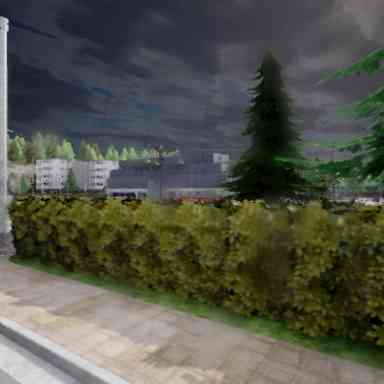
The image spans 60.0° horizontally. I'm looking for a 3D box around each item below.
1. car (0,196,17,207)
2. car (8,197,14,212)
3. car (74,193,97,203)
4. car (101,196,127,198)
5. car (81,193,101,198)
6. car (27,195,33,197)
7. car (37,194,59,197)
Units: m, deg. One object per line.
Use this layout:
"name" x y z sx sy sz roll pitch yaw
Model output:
"car" -26.957 1.376 46.925 1.845 1.501 3.633 0 0 38
"car" -19.831 1.376 31.700 2.007 1.523 4.514 0 0 38
"car" -20.939 1.173 65.234 1.905 1.878 3.866 0 0 38
"car" -10.740 1.461 48.216 1.970 1.475 3.806 0 0 38
"car" -18.395 1.194 63.772 1.932 1.855 4.605 0 0 38
"car" -36.287 1.333 76.795 1.970 1.475 3.806 0 0 38
"car" -31.028 1.253 73.103 2.152 1.636 5.027 0 0 38
